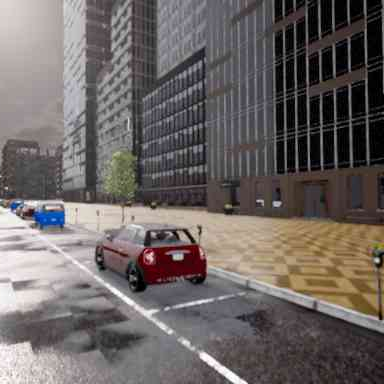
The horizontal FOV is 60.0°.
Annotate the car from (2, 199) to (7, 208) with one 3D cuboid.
[{"bbox_3d":[-33.707,2.270,61.632,1.752,1.417,4.829,2,-1,-32],"label":"car"}]

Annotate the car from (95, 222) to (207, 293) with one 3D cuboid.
[{"bbox_3d":[-1.343,1.560,9.417,1.967,1.590,4.097,2,-1,-32],"label":"car"}]

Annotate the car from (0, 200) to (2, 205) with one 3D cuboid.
[{"bbox_3d":[-36.552,2.345,66.221,1.887,1.381,4.507,2,-1,-32],"label":"car"}]

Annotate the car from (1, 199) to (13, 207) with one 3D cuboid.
[{"bbox_3d":[-39.484,2.298,70.958,1.967,1.590,4.097,2,-1,-32],"label":"car"}]

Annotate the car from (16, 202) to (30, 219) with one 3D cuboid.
[{"bbox_3d":[-16.014,1.982,33.083,1.802,1.307,4.206,2,-1,-32],"label":"car"}]

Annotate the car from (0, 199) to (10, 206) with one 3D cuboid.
[{"bbox_3d":[-45.353,2.519,80.424,1.887,1.381,4.507,2,-1,-32],"label":"car"}]

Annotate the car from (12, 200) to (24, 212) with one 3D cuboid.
[{"bbox_3d":[-19.037,1.984,37.962,1.752,1.417,4.829,2,-1,-32],"label":"car"}]

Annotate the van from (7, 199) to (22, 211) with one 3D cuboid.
[{"bbox_3d":[-24.813,1.912,47.291,1.690,1.788,3.998,2,-1,-32],"label":"van"}]

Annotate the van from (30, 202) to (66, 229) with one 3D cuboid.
[{"bbox_3d":[-10.143,1.629,23.621,1.690,1.788,3.998,2,-1,-32],"label":"van"}]
